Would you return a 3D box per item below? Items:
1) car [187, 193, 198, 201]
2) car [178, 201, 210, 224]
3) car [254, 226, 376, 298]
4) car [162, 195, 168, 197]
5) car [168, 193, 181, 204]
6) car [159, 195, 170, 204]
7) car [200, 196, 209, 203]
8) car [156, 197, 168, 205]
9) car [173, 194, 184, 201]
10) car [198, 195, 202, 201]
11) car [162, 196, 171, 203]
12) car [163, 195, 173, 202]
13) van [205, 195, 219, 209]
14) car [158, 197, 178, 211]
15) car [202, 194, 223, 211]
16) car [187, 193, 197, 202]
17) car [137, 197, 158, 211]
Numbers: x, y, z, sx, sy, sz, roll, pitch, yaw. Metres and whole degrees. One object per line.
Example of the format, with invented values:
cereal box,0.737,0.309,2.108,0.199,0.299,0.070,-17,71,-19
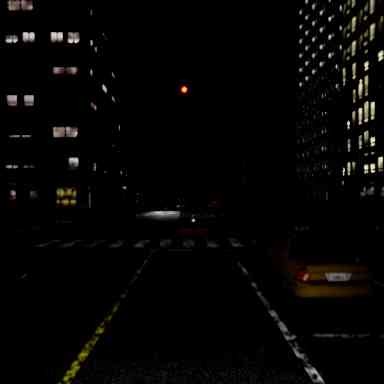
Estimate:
car,0.025,1.554,69.440,1.882,1.535,5.008,0,0,0
car,0.096,1.631,24.881,1.895,1.301,4.718,0,0,0
car,2.690,1.528,8.420,1.752,1.417,4.829,0,0,0
car,-5.672,1.603,57.245,2.008,1.369,4.403,0,0,0
car,-3.052,1.278,58.478,2.150,2.045,5.566,0,0,0
car,-5.669,1.514,68.299,1.967,1.590,4.097,0,0,0
car,2.714,1.630,73.822,1.887,1.381,4.507,0,0,0
car,-5.671,1.607,62.771,1.887,1.381,4.507,0,0,0
car,-2.972,1.240,74.019,2.033,1.411,5.357,0,0,0
car,2.709,1.378,62.768,2.192,1.841,5.009,0,0,0
car,-5.666,1.667,73.826,1.802,1.307,4.206,0,0,0
car,-5.665,1.537,79.352,1.967,1.590,4.097,0,0,0
van,2.703,1.376,46.189,1.690,1.788,3.998,0,0,0
car,-3.083,1.629,41.841,1.895,1.301,4.718,0,0,0
car,2.701,1.342,40.663,2.192,1.841,5.009,0,0,0
car,0.030,1.237,79.888,2.150,2.045,5.566,0,0,0
car,-5.678,1.578,40.666,2.008,1.369,4.403,0,0,0
